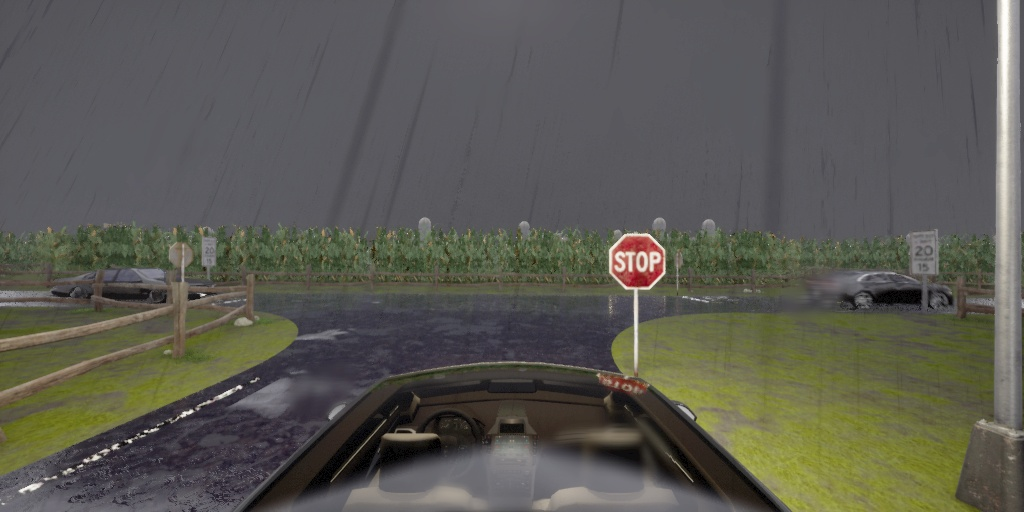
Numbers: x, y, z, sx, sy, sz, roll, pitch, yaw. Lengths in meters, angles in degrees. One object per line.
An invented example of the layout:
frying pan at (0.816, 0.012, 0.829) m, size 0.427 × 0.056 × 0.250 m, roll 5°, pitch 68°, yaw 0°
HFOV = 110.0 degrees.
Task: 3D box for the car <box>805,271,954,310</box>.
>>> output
car at (14.831, 1.347, 14.592) m, size 4.902 × 1.511 × 2.128 m, roll 0°, pitch -1°, yaw 0°

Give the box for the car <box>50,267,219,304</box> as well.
car at (-15.247, 1.176, 14.646) m, size 5.357 × 1.411 × 2.033 m, roll 0°, pitch -1°, yaw 0°
